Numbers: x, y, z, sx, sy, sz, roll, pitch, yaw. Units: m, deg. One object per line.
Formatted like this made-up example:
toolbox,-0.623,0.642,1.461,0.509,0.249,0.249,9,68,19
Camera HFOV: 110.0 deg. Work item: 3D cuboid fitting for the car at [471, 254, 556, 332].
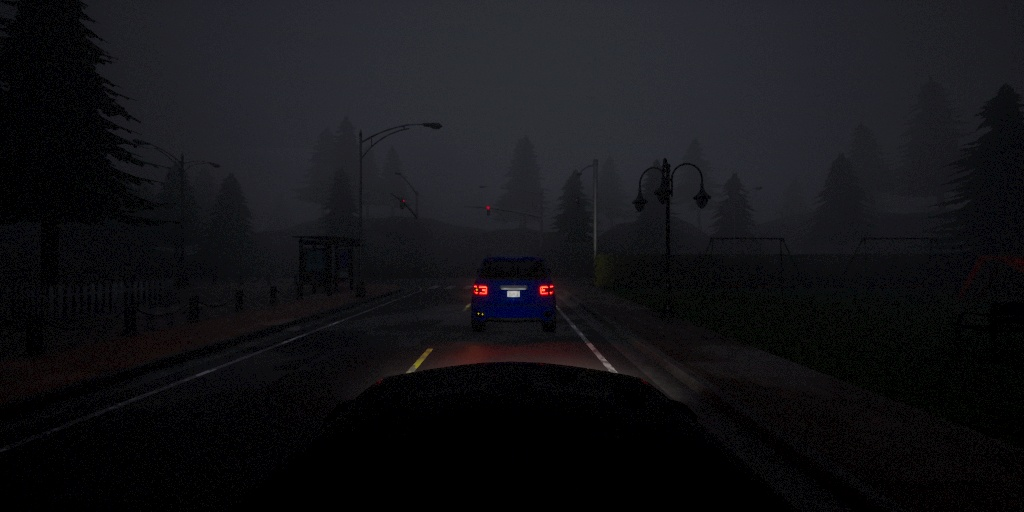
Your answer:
car,0.057,0.971,10.981,2.150,2.045,5.566,0,0,0
